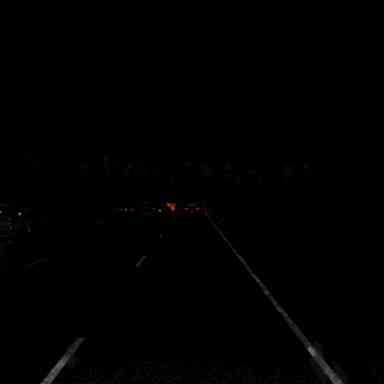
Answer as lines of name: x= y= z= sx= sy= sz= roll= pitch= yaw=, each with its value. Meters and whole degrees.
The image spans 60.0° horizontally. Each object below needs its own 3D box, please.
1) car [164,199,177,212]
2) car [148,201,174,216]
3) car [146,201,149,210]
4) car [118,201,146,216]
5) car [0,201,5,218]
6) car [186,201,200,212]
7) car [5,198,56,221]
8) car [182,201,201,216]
car: x=-3.259 y=1.919 z=48.036 sx=2.097 sy=1.767 sz=4.553 roll=0 pitch=-1 yaw=1
car: x=-3.469 y=2.016 z=38.206 sx=1.994 sy=1.385 sz=4.181 roll=0 pitch=-1 yaw=1
car: x=-6.757 y=2.095 z=48.155 sx=1.812 sy=1.442 sz=4.674 roll=0 pitch=-1 yaw=1
car: x=-6.973 y=1.994 z=37.794 sx=2.033 sy=1.411 sz=5.357 roll=0 pitch=-1 yaw=1
car: x=-18.496 y=1.637 z=35.085 sx=2.150 sy=2.045 sz=5.566 roll=0 pitch=-1 yaw=0
car: x=0.242 y=2.044 z=48.010 sx=1.882 sy=1.535 sz=5.008 roll=0 pitch=-1 yaw=1
car: x=-15.009 y=1.598 z=31.745 sx=2.150 sy=2.045 sz=5.566 roll=0 pitch=-1 yaw=0
car: x=0.027 y=1.972 z=37.794 sx=1.812 sy=1.442 sz=4.674 roll=0 pitch=-1 yaw=1
